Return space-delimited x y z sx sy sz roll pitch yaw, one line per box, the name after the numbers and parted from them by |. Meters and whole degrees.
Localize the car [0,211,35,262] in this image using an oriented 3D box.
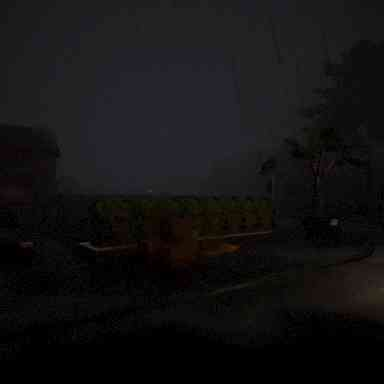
-6.443 1.356 10.801 2.033 1.415 5.357 0 0 -33 | car
